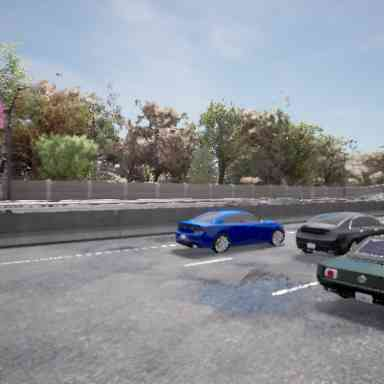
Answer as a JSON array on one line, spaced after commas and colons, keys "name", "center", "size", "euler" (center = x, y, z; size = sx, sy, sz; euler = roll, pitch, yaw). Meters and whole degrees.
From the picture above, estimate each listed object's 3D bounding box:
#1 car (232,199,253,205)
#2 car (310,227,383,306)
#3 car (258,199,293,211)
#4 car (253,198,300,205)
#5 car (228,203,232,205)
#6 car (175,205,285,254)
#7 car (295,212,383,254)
[{"name": "car", "center": [6.802, 1.627, 34.645], "size": [4.718, 1.301, 1.895], "euler": [0, 0, -35]}, {"name": "car", "center": [4.884, 1.604, 7.235], "size": [4.718, 1.301, 1.895], "euler": [0, 0, -36]}, {"name": "car", "center": [10.396, 1.604, 41.497], "size": [4.181, 1.385, 1.994], "euler": [0, 0, -35]}, {"name": "car", "center": [8.337, 1.377, 31.438], "size": [4.553, 1.767, 2.097], "euler": [0, 0, -35]}, {"name": "car", "center": [6.533, 1.599, 43.040], "size": [4.181, 1.385, 1.994], "euler": [0, 0, -35]}, {"name": "car", "center": [1.698, 1.482, 13.557], "size": [5.008, 1.535, 1.882], "euler": [0, 0, -36]}, {"name": "car", "center": [5.848, 1.511, 12.222], "size": [4.892, 1.490, 1.837], "euler": [0, 0, -36]}]
